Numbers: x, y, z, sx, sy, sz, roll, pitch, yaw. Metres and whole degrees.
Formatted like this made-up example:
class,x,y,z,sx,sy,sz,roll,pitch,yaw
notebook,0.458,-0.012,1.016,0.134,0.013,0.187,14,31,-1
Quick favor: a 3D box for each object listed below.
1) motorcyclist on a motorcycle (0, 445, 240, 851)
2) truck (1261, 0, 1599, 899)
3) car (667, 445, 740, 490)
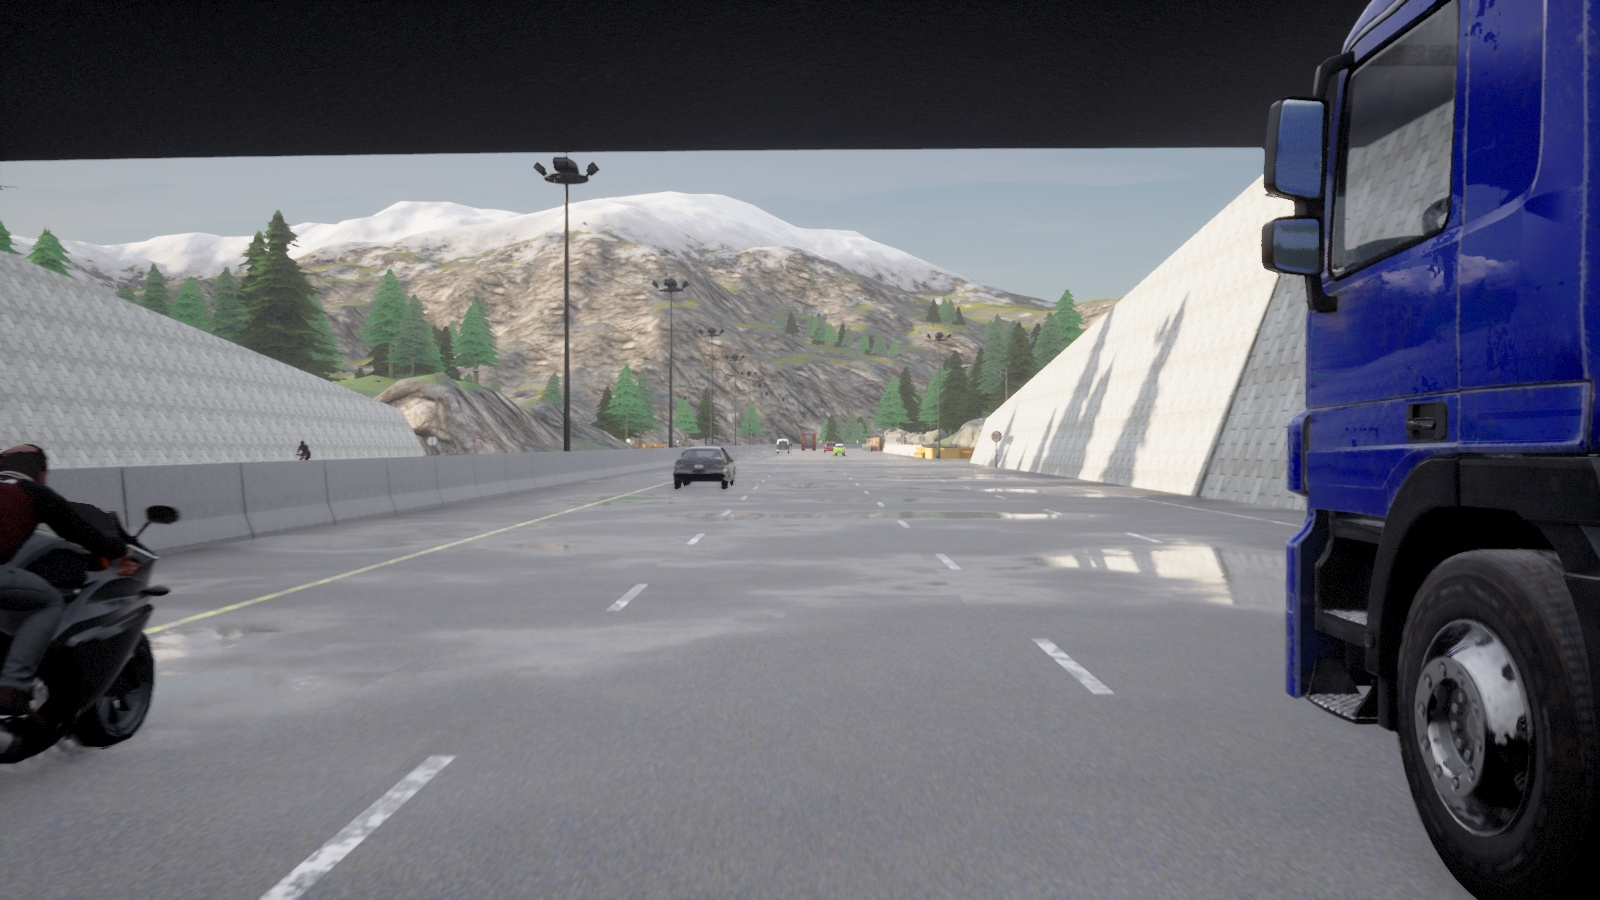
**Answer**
class,x,y,z,sx,sy,sz,roll,pitch,yaw
motorcyclist on a motorcycle,-3.453,0.747,5.663,0.866,1.530,2.191,0,0,0
truck,3.526,-0.242,1.741,2.891,3.462,7.936,0,0,0
car,-3.210,0.550,42.790,2.033,1.411,5.357,0,0,0
